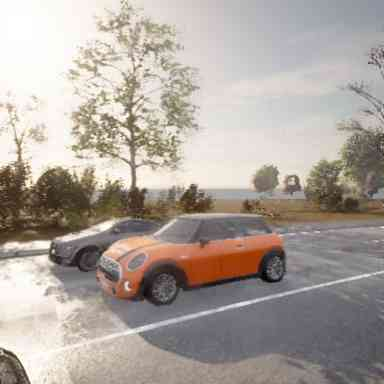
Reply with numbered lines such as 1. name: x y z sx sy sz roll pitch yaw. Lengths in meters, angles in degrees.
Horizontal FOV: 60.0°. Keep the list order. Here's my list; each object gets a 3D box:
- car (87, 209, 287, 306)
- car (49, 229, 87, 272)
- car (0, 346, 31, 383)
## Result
1. car: 0.110 1.324 8.051 4.553 1.767 2.097 0 0 -32
2. car: -2.297 1.525 10.651 4.181 1.385 1.994 0 0 -33
3. car: -2.907 1.555 1.526 4.181 1.385 1.994 0 0 -36
